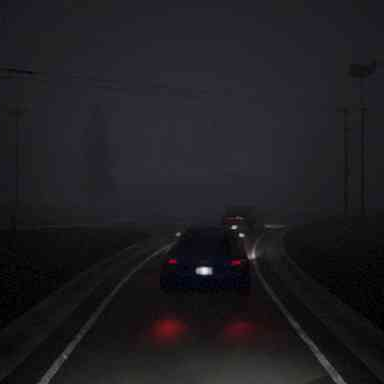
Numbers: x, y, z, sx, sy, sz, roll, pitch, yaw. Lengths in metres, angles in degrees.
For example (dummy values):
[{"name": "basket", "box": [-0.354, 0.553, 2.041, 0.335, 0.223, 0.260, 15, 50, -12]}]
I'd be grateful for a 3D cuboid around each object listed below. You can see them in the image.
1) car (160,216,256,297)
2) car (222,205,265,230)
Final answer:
[{"name": "car", "box": [0.446, 1.560, 8.703, 1.994, 1.385, 4.181, 0, 0, 6]}, {"name": "car", "box": [2.986, 1.498, 19.159, 1.837, 1.490, 4.892, 0, 0, 21]}]
